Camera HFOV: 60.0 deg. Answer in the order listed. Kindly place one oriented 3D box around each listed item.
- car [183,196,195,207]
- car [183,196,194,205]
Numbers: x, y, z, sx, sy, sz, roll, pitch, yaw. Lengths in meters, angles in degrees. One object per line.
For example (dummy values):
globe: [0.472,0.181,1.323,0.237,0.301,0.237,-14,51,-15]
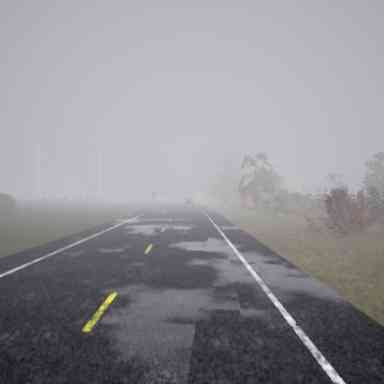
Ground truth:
car: [-0.519,1.868,58.526,2.128,1.511,4.902,0,0,-1]
car: [-0.740,1.712,69.377,2.097,1.767,4.553,0,0,-1]
